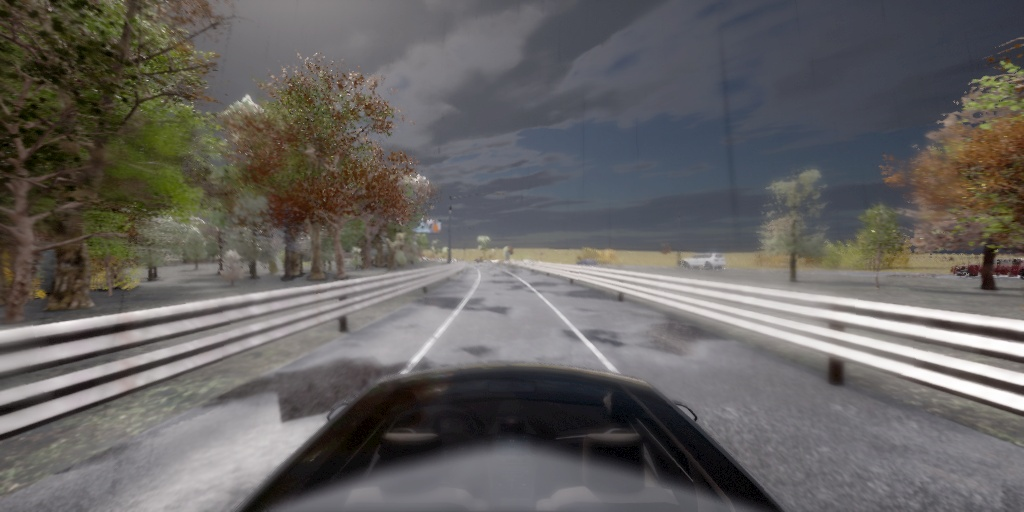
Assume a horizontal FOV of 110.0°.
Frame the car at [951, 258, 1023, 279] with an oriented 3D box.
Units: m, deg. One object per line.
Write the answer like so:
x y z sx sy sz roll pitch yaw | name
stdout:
35.894 0.877 26.321 1.812 1.442 4.674 0 0 -26 | car

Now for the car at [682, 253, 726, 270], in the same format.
25.593 0.702 48.013 2.150 2.045 5.566 0 0 -25 | car
